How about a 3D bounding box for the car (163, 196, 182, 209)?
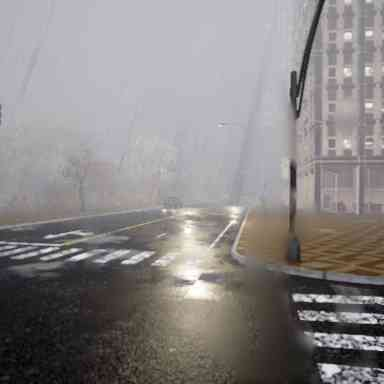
[{"bbox_3d":[-3.073,1.693,55.113,2.150,2.045,5.566,0,0,11],"label":"car"}]
